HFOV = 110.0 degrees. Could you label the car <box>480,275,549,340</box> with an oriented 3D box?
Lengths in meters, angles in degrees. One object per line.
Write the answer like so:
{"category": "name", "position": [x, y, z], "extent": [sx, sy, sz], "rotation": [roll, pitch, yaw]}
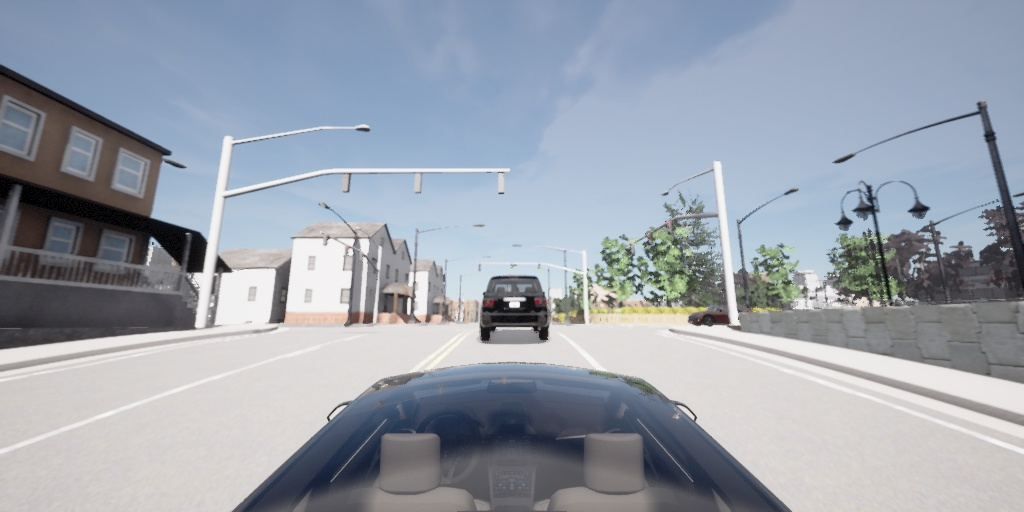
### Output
{"category": "car", "position": [0.086, 1.846, 13.069], "extent": [2.150, 2.045, 5.566], "rotation": [0, -7, 0]}

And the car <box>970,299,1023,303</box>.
{"category": "car", "position": [36.585, 4.308, 27.265], "extent": [5.566, 2.045, 2.150], "rotation": [0, -10, 1]}

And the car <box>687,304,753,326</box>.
{"category": "car", "position": [15.958, 4.493, 27.539], "extent": [4.553, 1.767, 2.097], "rotation": [0, -10, 1]}
